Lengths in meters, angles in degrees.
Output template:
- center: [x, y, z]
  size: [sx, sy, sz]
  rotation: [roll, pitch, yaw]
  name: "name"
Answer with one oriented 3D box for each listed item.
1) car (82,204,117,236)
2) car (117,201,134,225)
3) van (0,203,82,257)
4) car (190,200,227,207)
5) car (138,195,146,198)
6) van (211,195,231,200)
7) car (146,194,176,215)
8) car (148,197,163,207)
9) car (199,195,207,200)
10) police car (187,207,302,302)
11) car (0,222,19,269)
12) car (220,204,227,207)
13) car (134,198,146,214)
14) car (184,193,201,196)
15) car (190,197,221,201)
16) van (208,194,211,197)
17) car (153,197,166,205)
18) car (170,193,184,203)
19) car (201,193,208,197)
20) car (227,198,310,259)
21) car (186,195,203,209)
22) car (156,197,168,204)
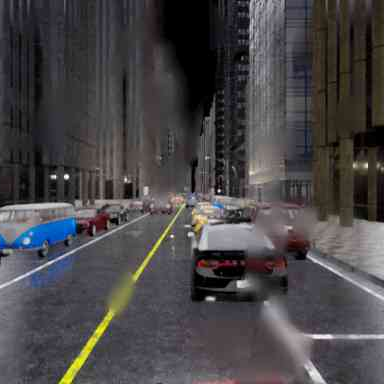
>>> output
- center: [-5.721, 1.532, 18.117]
  size: [1.887, 1.381, 4.507]
  rotation: [0, 0, 0]
  name: "car"
- center: [-5.707, 1.550, 23.736]
  size: [1.947, 1.339, 4.313]
  rotation: [0, 0, 0]
  name: "car"
- center: [-5.734, 1.332, 12.499]
  size: [1.690, 1.788, 3.998]
  rotation: [0, 0, 0]
  name: "van"
- center: [0.929, 1.443, 18.512]
  size: [1.801, 1.575, 5.366]
  rotation: [0, 0, 0]
  name: "car"
- center: [-5.666, 1.290, 40.590]
  size: [2.192, 1.841, 5.009]
  rotation: [0, 0, 0]
  name: "car"
- center: [2.832, 1.322, 29.351]
  size: [1.690, 1.788, 3.998]
  rotation: [0, 0, 0]
  name: "van"
- center: [-3.007, 1.331, 33.303]
  size: [2.097, 1.767, 4.553]
  rotation: [0, 0, 0]
  name: "car"
- center: [-5.638, 1.516, 51.827]
  size: [1.887, 1.381, 4.507]
  rotation: [0, 0, 0]
  name: "car"
- center: [2.980, 1.517, 89.917]
  size: [2.008, 1.369, 4.403]
  rotation: [0, 0, 0]
  name: "car"
- center: [0.918, 1.419, 8.431]
  size: [1.930, 1.638, 5.238]
  rotation: [0, 0, 0]
  name: "police car"
- center: [-5.748, 1.561, 6.881]
  size: [1.947, 1.339, 4.313]
  rotation: [0, 0, 0]
  name: "car"
- center: [2.805, 1.553, 18.113]
  size: [1.947, 1.339, 4.313]
  rotation: [0, 0, 0]
  name: "car"
- center: [-5.679, 1.560, 34.972]
  size: [1.802, 1.307, 4.206]
  rotation: [0, 0, 0]
  name: "car"
- center: [0.148, 1.190, 60.969]
  size: [2.150, 2.045, 5.566]
  rotation: [0, 0, 0]
  name: "car"
- center: [0.911, 1.439, 24.512]
  size: [1.801, 1.575, 5.366]
  rotation: [0, 0, 0]
  name: "car"
- center: [2.846, 1.319, 34.969]
  size: [1.690, 1.788, 3.998]
  rotation: [0, 0, 0]
  name: "van"
- center: [-5.624, 1.551, 57.446]
  size: [1.802, 1.307, 4.206]
  rotation: [0, 0, 0]
  name: "car"
- center: [-2.838, 1.318, 67.207]
  size: [2.097, 1.767, 4.553]
  rotation: [0, 0, 0]
  name: "car"
- center: [2.914, 1.282, 63.063]
  size: [2.192, 1.841, 5.009]
  rotation: [0, 0, 0]
  name: "car"
- center: [2.791, 1.306, 12.494]
  size: [2.192, 1.841, 5.009]
  rotation: [0, 0, 0]
  name: "car"
- center: [0.145, 1.537, 45.642]
  size: [1.994, 1.385, 4.181]
  rotation: [0, 0, 0]
  name: "car"
- center: [-5.610, 1.549, 63.064]
  size: [1.802, 1.307, 4.206]
  rotation: [0, 0, 0]
  name: "car"
